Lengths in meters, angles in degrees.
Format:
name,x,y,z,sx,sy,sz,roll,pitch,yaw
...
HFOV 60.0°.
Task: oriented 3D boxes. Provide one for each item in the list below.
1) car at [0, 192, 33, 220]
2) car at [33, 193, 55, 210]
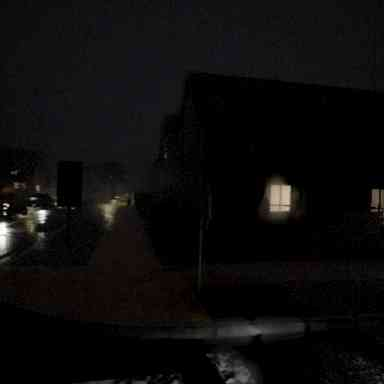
name,x,y,z,sx,sy,sz,roll,pitch,yaw
car,-12.325,0.799,21.683,2.097,1.767,4.553,2,0,-11
car,-14.246,0.841,31.305,1.812,1.442,4.674,2,0,-11
